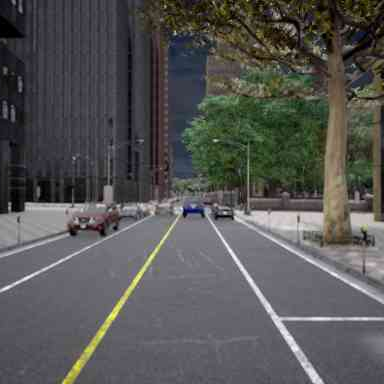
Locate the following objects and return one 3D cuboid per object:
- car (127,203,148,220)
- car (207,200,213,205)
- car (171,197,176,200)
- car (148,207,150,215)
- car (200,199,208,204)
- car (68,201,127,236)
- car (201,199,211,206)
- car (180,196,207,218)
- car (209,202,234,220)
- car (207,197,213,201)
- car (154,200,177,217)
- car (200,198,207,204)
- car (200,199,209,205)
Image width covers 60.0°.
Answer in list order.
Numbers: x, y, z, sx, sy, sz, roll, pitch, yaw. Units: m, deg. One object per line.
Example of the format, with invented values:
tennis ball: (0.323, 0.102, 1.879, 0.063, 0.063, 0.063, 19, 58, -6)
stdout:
car: (-5.647, 1.843, 30.966, 2.008, 1.369, 4.403, 0, -1, 0)
car: (2.899, 1.897, 36.456, 2.008, 1.369, 4.403, 0, -1, 0)
car: (-5.463, 2.335, 79.512, 2.008, 1.369, 4.403, 0, -1, 0)
car: (-5.627, 1.868, 36.309, 1.752, 1.417, 4.829, 0, -1, 0)
car: (3.083, 2.395, 84.944, 2.008, 1.369, 4.403, 0, -1, 0)
car: (-5.688, 1.502, 19.944, 2.192, 1.841, 5.009, 0, -1, 0)
car: (3.041, 2.293, 74.031, 1.947, 1.339, 4.313, 0, -1, 0)
car: (0.202, 1.548, 34.456, 2.150, 2.045, 5.566, 0, -1, 1)
car: (2.878, 1.859, 30.943, 1.947, 1.339, 4.313, 0, -1, 0)
car: (3.000, 1.927, 63.122, 2.192, 1.841, 5.009, 0, -1, 0)
car: (-2.912, 1.866, 35.995, 1.812, 1.442, 4.674, 0, -1, 1)
car: (3.104, 2.342, 90.401, 1.967, 1.590, 4.097, 0, -1, 0)
car: (3.062, 2.336, 79.487, 2.008, 1.369, 4.403, 0, -1, 0)
